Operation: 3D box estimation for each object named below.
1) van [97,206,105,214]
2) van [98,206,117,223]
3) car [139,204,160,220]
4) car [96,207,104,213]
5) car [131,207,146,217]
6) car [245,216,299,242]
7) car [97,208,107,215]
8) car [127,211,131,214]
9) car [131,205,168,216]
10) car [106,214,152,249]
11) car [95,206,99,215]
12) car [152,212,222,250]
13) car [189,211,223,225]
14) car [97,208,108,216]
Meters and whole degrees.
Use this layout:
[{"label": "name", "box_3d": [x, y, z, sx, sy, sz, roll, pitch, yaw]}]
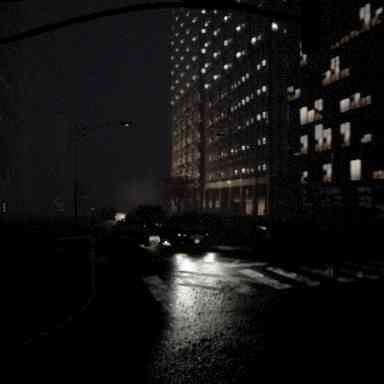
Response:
[{"label": "van", "box_3d": [-19.581, 3.846, 71.536, 1.690, 1.788, 3.998, -1, -2, -17]}, {"label": "van", "box_3d": [-9.829, 2.669, 39.247, 1.690, 1.788, 3.998, -1, -2, -17]}, {"label": "car", "box_3d": [-6.068, 2.779, 46.703, 2.150, 2.045, 5.566, 0, -2, -16]}, {"label": "car", "box_3d": [-22.827, 4.448, 82.293, 1.887, 1.381, 4.507, -1, -2, -17]}, {"label": "car", "box_3d": [-9.090, 3.392, 56.528, 1.882, 1.535, 5.008, 0, -2, -17]}, {"label": "car", "box_3d": [4.699, 2.141, 20.135, 2.008, 1.369, 4.403, -1, -2, -17]}, {"label": "car", "box_3d": [-17.952, 3.852, 66.149, 1.887, 1.381, 4.507, -1, -2, -17]}, {"label": "car", "box_3d": [-6.237, 2.772, 36.403, 1.994, 1.385, 4.181, 0, -2, -17]}, {"label": "car", "box_3d": [-3.296, 2.080, 26.620, 2.150, 2.045, 5.566, 0, -2, -17]}, {"label": "car", "box_3d": [-3.323, 2.112, 17.712, 2.008, 1.369, 4.403, -1, -2, -17]}, {"label": "car", "box_3d": [-14.701, 3.463, 55.385, 2.008, 1.369, 4.403, -1, -2, -17]}, {"label": "car", "box_3d": [-0.462, 2.018, 17.242, 2.128, 1.511, 4.902, 0, -2, -17]}, {"label": "car", "box_3d": [1.449, 2.538, 30.899, 1.947, 1.339, 4.313, -1, -2, -17]}, {"label": "car", "box_3d": [-16.278, 3.629, 60.606, 1.752, 1.417, 4.829, -1, -2, -17]}]
